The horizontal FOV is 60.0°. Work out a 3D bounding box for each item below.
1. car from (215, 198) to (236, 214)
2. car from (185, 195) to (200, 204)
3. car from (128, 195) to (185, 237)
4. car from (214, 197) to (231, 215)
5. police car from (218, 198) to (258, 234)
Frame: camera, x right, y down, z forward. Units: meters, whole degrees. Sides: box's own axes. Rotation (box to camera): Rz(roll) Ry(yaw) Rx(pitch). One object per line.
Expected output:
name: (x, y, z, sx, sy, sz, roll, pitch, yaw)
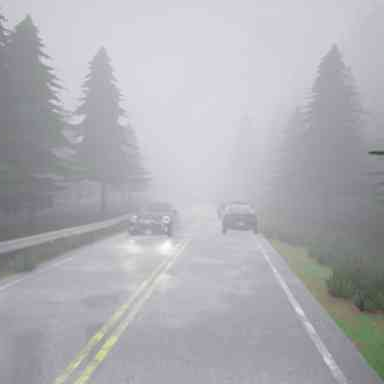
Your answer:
car: (3.464, 1.392, 35.248, 1.837, 1.490, 4.892, 0, 0, 1)
car: (-0.335, 1.260, 55.911, 1.837, 1.490, 4.892, -2, 1, -28)
car: (-1.825, 1.260, 17.495, 2.097, 1.767, 4.553, 1, 0, 5)
car: (3.260, 1.266, 29.149, 2.097, 1.767, 4.553, 1, 0, 3)
police car: (2.648, 1.383, 19.190, 1.930, 1.638, 5.238, 1, 0, 5)
